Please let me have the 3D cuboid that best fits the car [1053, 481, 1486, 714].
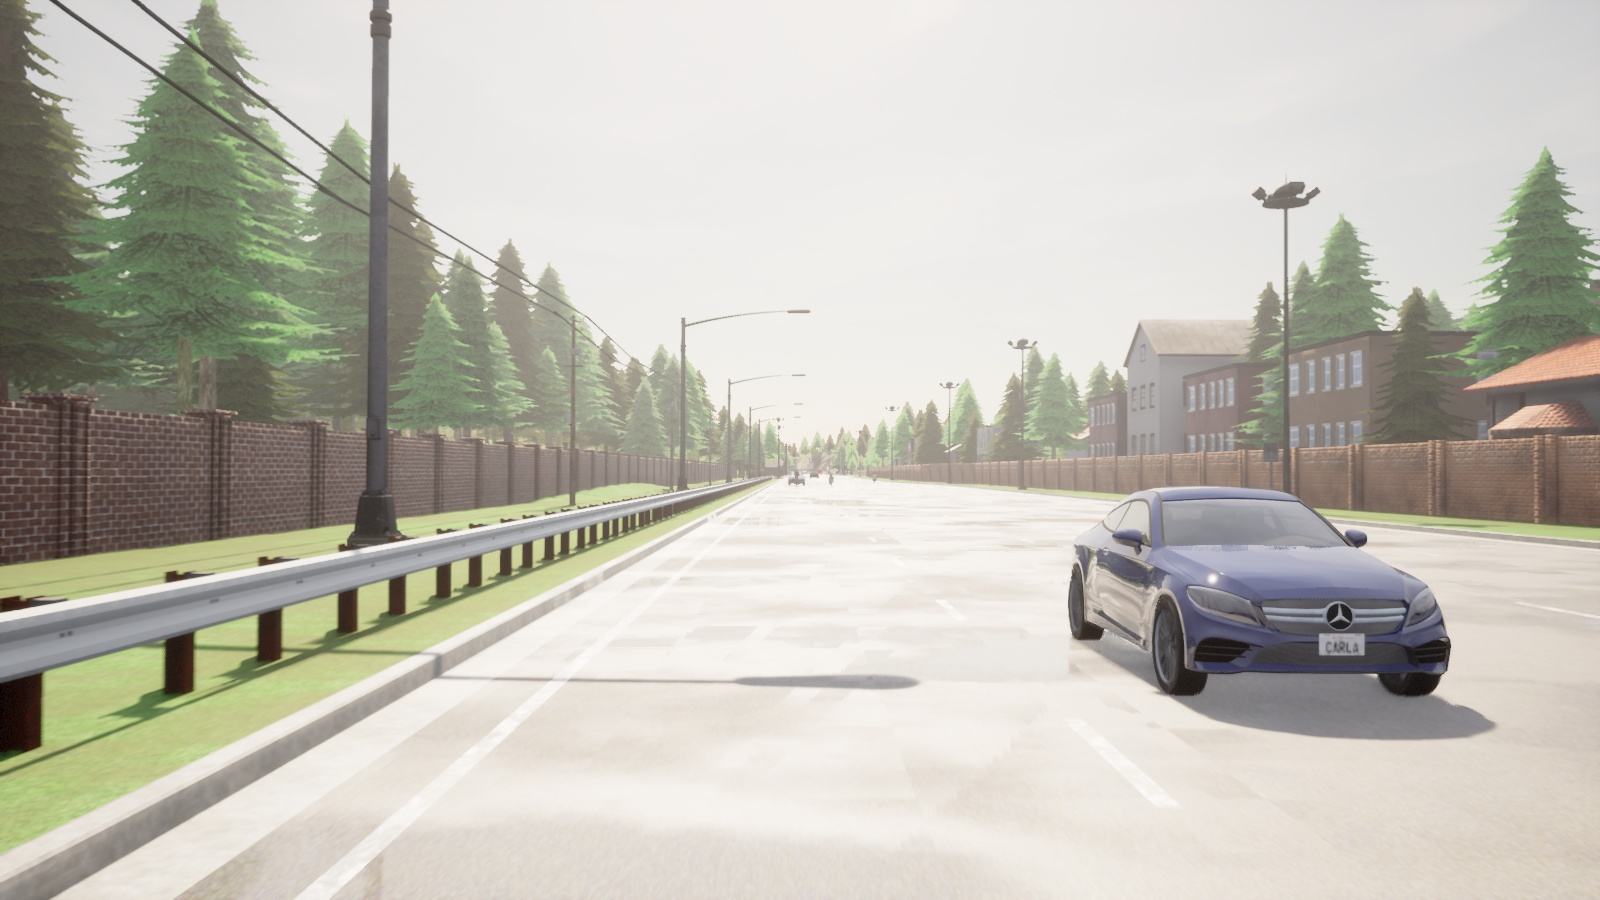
[{"bbox_3d":[3.474,1.000,10.377,1.812,1.442,4.674,0,-1,0],"label":"car"}]
